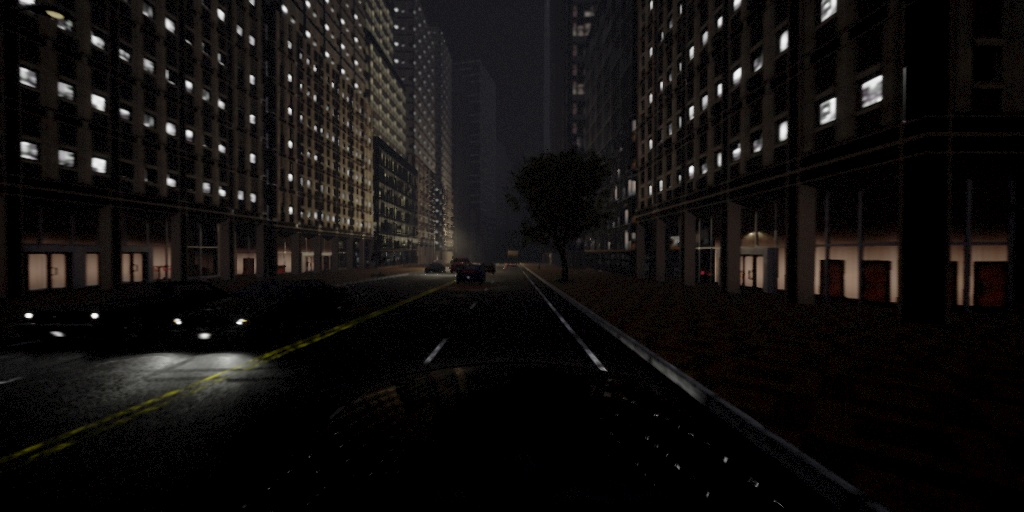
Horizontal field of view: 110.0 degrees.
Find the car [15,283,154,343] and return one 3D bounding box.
[{"bbox_3d":[-9.837,1.398,9.978,1.895,1.301,4.718,0,0,0],"label":"car"}]

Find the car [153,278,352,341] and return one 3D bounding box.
[{"bbox_3d":[-6.586,1.347,10.340,2.033,1.411,5.357,0,0,0],"label":"car"}]

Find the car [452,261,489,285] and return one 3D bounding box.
[{"bbox_3d":[-3.143,1.382,28.181,1.882,1.535,5.008,0,0,0],"label":"car"}]

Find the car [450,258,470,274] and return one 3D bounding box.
[{"bbox_3d":[-6.571,1.229,46.195,2.150,2.045,5.566,0,0,0],"label":"car"}]

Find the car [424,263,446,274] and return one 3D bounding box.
[{"bbox_3d":[-9.824,1.557,46.222,2.033,1.411,5.357,0,0,0],"label":"car"}]

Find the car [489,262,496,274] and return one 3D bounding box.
[{"bbox_3d":[-3.136,1.490,46.500,1.882,1.535,5.008,0,0,0],"label":"car"}]

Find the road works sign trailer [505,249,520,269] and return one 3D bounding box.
[{"bbox_3d":[0.026,0.504,65.303,2.380,3.560,2.880,0,0,1],"label":"road works sign trailer"}]
